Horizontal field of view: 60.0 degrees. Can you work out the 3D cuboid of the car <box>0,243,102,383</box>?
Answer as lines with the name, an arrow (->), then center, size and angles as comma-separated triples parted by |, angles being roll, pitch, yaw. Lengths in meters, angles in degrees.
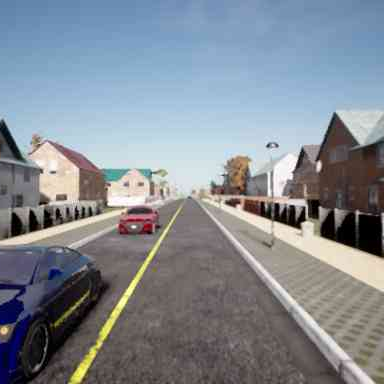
car -> -2.876, 1.571, 5.327 | 1.994, 1.385, 4.181 | 0, 0, 0

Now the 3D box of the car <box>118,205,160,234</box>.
car -> -2.962, 1.489, 19.366 | 1.882, 1.535, 5.008 | 0, 0, 0
